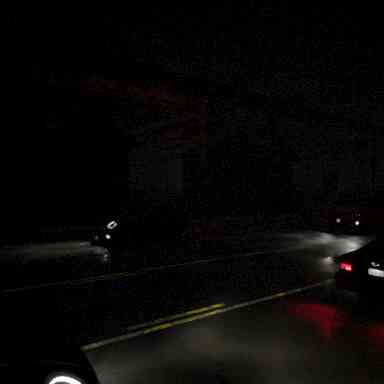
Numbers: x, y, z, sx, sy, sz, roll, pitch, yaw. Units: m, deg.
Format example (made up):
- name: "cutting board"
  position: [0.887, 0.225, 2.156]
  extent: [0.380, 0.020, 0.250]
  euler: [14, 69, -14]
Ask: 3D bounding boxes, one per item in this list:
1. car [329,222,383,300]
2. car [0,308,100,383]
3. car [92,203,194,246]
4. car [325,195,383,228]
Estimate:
- name: "car"
  position: [5.467, 1.547, 7.658]
  extent: [5.357, 1.411, 2.033]
  euler: [0, 0, -36]
- name: "car"
  position: [-2.769, 1.352, 1.753]
  extent: [4.553, 1.767, 2.097]
  euler: [0, 0, -36]
- name: "car"
  position: [-2.188, 1.352, 15.318]
  extent: [4.553, 1.767, 2.097]
  euler: [0, 0, -35]
- name: "car"
  position: [10.254, 1.207, 19.796]
  extent: [5.566, 2.045, 2.150]
  euler: [0, 0, -35]
